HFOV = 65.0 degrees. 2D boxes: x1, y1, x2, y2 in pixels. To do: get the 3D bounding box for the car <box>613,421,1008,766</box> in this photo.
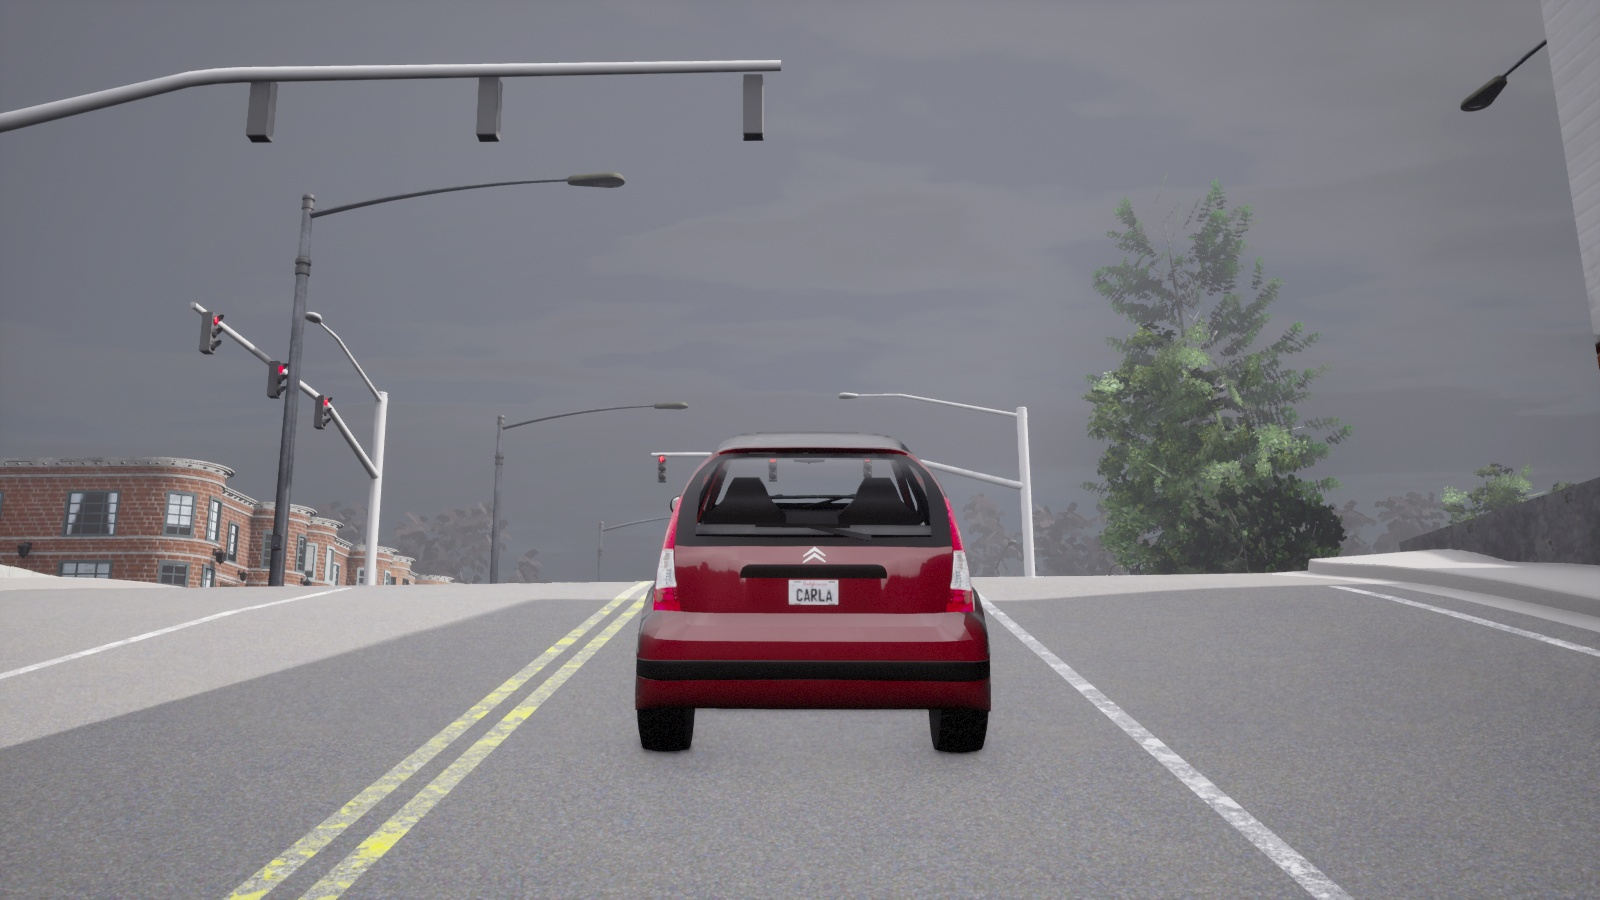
[{"bbox_3d":[0.052,0.677,7.901,1.851,1.617,3.988,0,0,0],"label":"car"}]
